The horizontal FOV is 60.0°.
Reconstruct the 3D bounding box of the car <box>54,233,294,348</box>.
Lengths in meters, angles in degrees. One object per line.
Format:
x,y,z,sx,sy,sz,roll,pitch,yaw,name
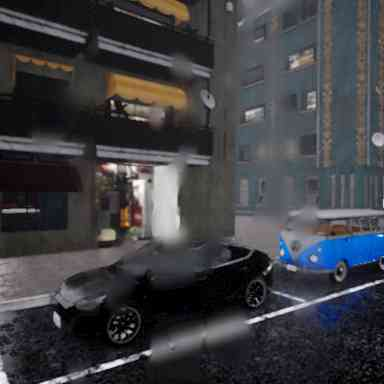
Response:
-0.283,1.587,6.349,4.313,1.339,1.947,0,0,-35,car

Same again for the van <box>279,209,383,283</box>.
4.217,1.396,9.556,3.998,1.788,1.690,0,0,-35,van
